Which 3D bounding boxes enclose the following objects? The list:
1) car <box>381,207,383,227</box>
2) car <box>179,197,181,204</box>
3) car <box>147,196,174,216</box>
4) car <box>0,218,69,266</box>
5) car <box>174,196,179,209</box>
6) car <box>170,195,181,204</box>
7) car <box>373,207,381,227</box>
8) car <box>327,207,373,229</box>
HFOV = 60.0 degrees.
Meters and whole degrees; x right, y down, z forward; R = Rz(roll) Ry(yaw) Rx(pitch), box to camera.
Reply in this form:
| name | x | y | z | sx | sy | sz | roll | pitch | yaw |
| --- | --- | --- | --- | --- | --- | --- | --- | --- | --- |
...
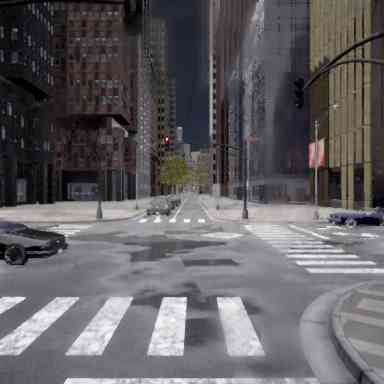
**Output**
| name | x | y | z | sx | sy | sz | roll | pitch | yaw |
| --- | --- | --- | --- | --- | --- | --- | --- | --- | --- |
| car | 11.526 | 1.232 | 14.119 | 5.566 | 2.045 | 2.150 | 0 | 0 | 0 |
| car | -3.096 | 1.486 | 52.555 | 1.837 | 1.490 | 4.892 | 0 | 0 | 0 |
| car | -3.134 | 1.340 | 32.318 | 2.097 | 1.767 | 4.553 | 0 | 0 | 0 |
| car | -6.984 | 1.545 | 10.919 | 5.357 | 1.411 | 2.033 | 0 | 0 | 0 |
| car | -3.136 | 1.476 | 42.368 | 2.128 | 1.511 | 4.902 | 0 | 0 | 0 |
| car | -3.124 | 1.456 | 62.931 | 1.882 | 1.535 | 5.008 | 0 | 0 | 0 |
| car | 13.055 | 1.227 | 17.565 | 5.566 | 2.045 | 2.150 | 0 | 0 | 0 |
| car | 11.073 | 1.596 | 20.822 | 4.718 | 1.301 | 1.895 | 0 | 0 | 0 |
